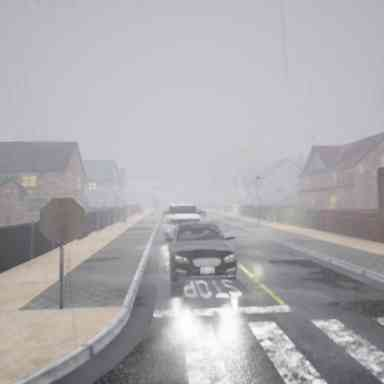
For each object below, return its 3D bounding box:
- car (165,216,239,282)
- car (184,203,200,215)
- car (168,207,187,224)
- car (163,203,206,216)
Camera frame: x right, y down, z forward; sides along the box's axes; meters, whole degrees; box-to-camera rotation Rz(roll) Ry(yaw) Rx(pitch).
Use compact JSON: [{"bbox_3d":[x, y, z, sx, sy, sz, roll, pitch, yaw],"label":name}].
[{"bbox_3d":[0.202,1.759,10.782,2.128,1.511,4.902,-1,-1,-4],"label":"car"},{"bbox_3d":[-0.086,2.593,52.302,2.097,1.767,4.553,-1,-1,-4],"label":"car"},{"bbox_3d":[-1.572,2.352,34.437,1.837,1.490,4.892,-1,-1,-4],"label":"car"},{"bbox_3d":[-0.607,1.752,21.434,2.150,2.045,5.566,-1,-1,-4],"label":"car"}]
